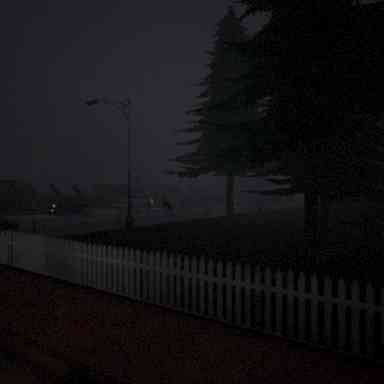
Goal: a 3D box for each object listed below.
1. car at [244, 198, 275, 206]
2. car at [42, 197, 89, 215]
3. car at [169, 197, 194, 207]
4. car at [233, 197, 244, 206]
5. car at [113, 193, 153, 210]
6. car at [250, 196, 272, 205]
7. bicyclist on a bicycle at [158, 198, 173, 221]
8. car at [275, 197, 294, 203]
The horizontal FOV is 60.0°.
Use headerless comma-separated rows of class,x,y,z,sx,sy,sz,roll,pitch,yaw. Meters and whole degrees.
car,9.895,1.462,48.187,1.882,1.535,5.008,0,0,34
car,-12.765,1.328,33.768,2.097,1.767,4.553,0,0,34
car,-1.572,1.467,50.259,2.128,1.511,4.902,0,0,34
car,6.937,1.507,50.117,1.812,1.442,4.674,0,0,33
car,-7.289,1.197,41.856,2.150,2.045,5.566,0,0,34
car,12.044,1.459,57.631,1.882,1.535,5.008,0,0,34
bicyclist on a bicycle,-1.887,1.290,24.000,1.656,1.620,0.582,0,0,34
car,15.477,1.205,56.446,2.150,2.045,5.566,0,0,34
